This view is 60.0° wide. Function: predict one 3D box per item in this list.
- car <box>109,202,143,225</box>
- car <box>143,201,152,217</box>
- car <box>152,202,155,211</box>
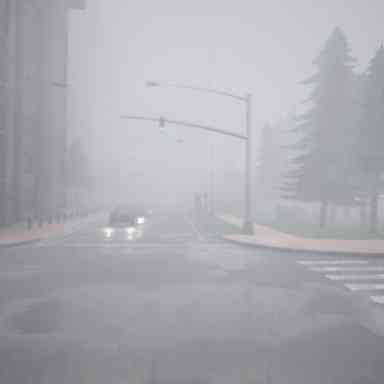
[{"bbox_3d":[-5.397,1.781,26.927,1.882,1.535,5.008,1,-1,-3],"label":"car"},{"bbox_3d":[-6.011,1.919,36.837,2.128,1.511,4.902,1,-1,-3],"label":"car"},{"bbox_3d":[-6.932,2.182,53.156,2.033,1.411,5.357,1,-1,-4],"label":"car"}]
